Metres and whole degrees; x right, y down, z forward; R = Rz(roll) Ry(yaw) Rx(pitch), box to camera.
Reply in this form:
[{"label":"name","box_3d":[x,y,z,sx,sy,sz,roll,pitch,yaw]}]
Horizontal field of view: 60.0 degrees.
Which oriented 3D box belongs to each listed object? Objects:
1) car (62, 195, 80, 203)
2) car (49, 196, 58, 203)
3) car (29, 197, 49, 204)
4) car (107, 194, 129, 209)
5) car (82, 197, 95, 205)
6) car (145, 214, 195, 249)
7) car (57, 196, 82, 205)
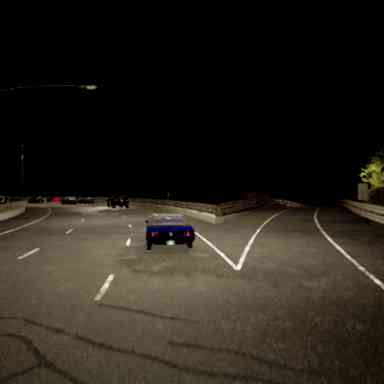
[{"label":"car","box_3d":[-26.185,1.506,71.859,2.128,1.511,4.902,0,0,-42]},{"label":"car","box_3d":[-28.897,1.548,69.647,1.994,1.385,4.181,0,0,-42]},{"label":"car","box_3d":[-31.450,1.703,67.239,2.128,1.511,4.902,0,0,-42]},{"label":"car","box_3d":[-10.473,1.284,46.712,2.150,2.045,5.566,0,0,-25]},{"label":"car","box_3d":[-20.298,1.674,64.046,1.994,1.385,4.181,0,0,-36]},{"label":"car","box_3d":[-1.103,1.608,14.639,1.895,1.301,4.718,0,0,-8]},{"label":"car","box_3d":[-22.634,1.623,61.295,2.128,1.511,4.902,0,0,-36]}]
